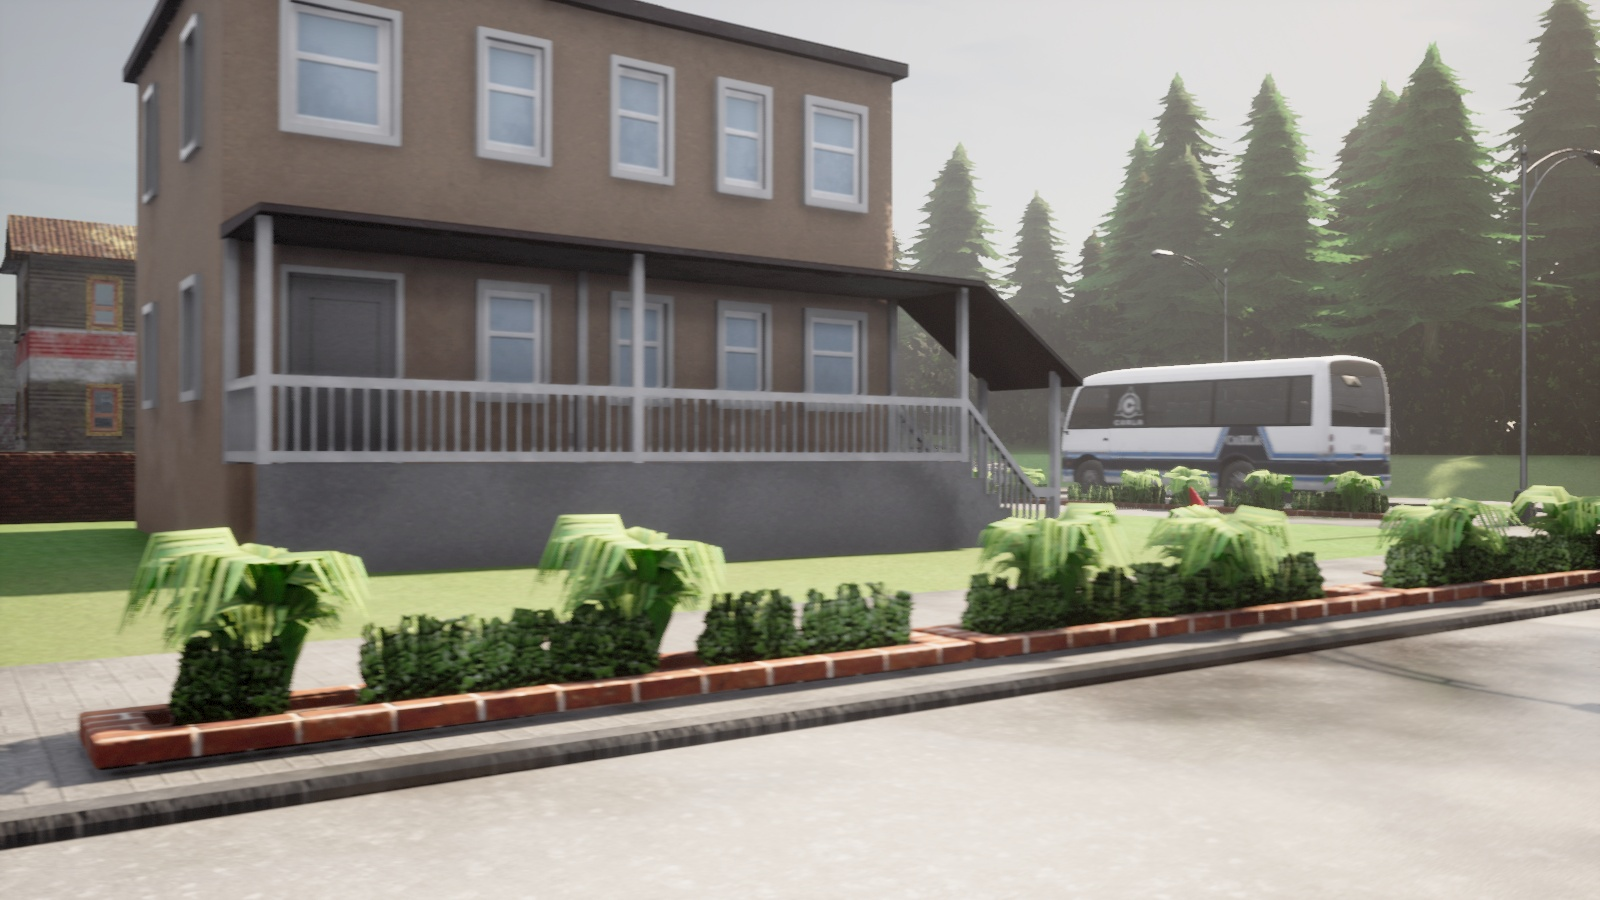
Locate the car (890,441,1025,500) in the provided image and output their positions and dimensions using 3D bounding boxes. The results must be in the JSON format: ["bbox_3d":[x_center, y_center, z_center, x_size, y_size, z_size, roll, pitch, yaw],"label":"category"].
[{"bbox_3d":[5.225,0.654,42.256,1.932,1.855,4.605,0,0,-35],"label":"car"}]

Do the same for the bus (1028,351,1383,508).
[{"bbox_3d":[12.223,-0.561,39.209,3.944,4.253,10.273,0,0,-35],"label":"bus"}]
